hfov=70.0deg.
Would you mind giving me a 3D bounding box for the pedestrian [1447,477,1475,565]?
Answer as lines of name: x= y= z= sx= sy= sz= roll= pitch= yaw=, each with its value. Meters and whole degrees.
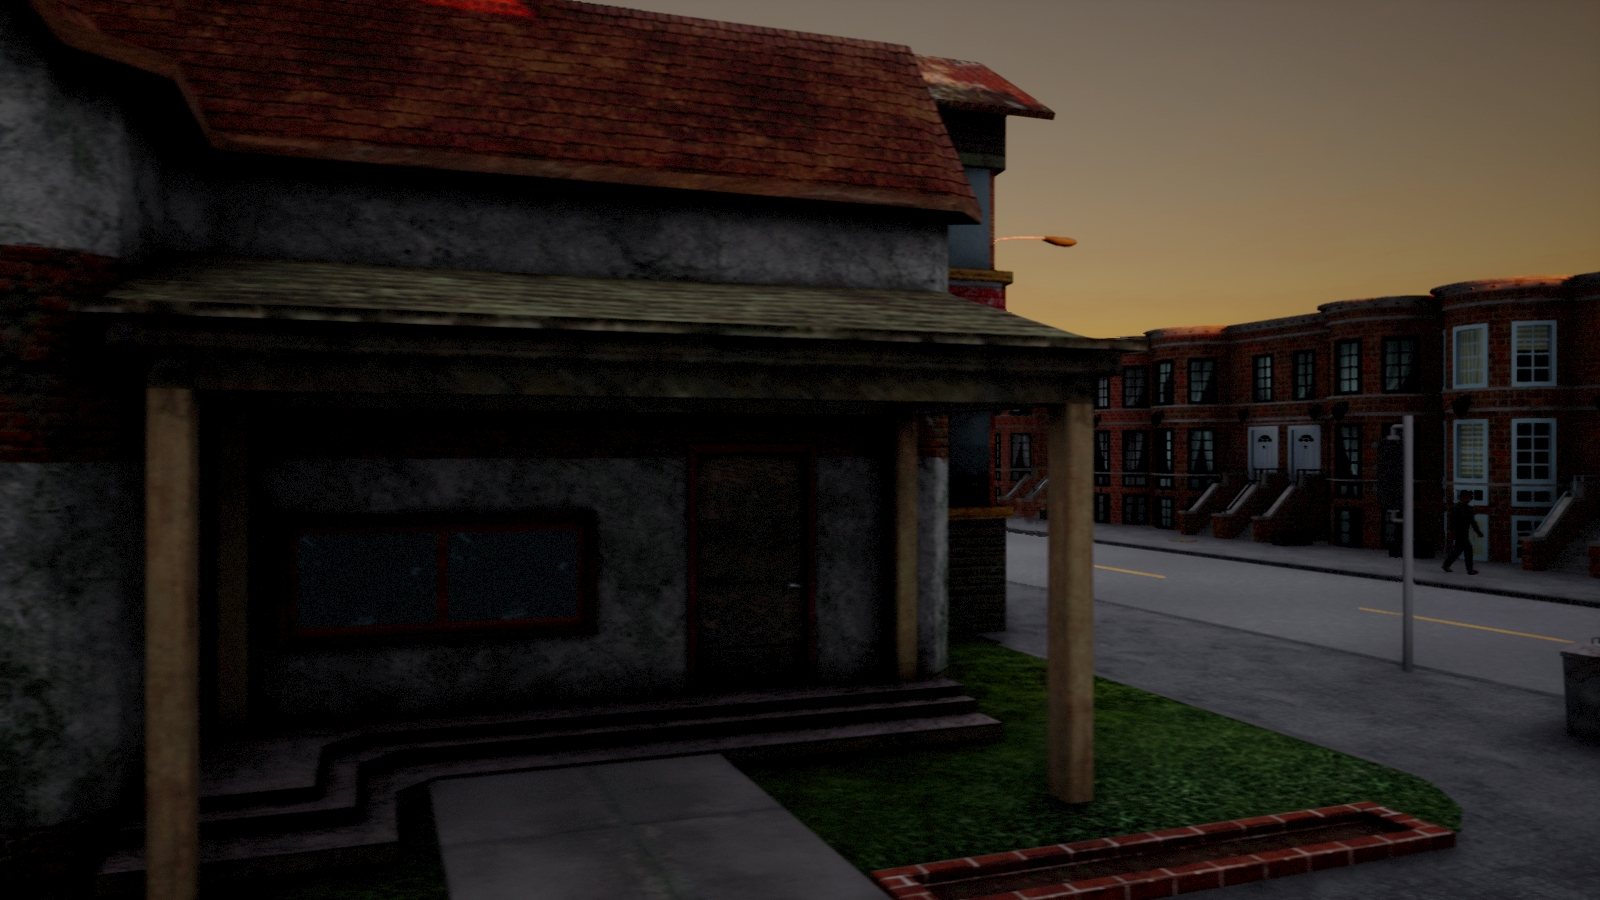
pedestrian: x=14.263 y=1.524 z=24.656 sx=0.375 sy=1.860 sz=0.375 roll=0 pitch=0 yaw=-20
